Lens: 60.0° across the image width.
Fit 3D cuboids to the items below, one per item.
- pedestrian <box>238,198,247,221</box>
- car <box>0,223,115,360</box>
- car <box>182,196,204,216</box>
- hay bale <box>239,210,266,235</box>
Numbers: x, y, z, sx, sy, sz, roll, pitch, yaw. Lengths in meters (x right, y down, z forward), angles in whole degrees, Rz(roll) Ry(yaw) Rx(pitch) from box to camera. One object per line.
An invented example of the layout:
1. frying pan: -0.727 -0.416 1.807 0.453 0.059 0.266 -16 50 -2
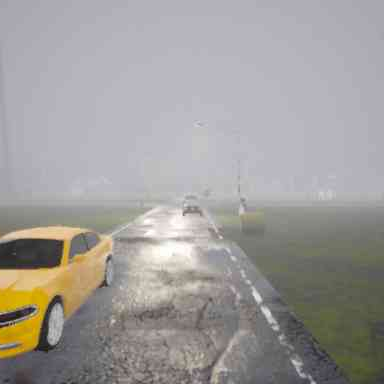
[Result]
1. pedestrian: 2.833 1.217 18.463 0.375 1.860 0.375 0 0 4
2. car: -2.848 1.449 6.324 1.882 1.535 5.008 0 0 0
3. car: 0.065 1.410 30.433 2.033 1.411 5.357 0 0 0
4. hay bale: 3.134 1.578 17.365 1.220 1.180 1.240 0 0 0
